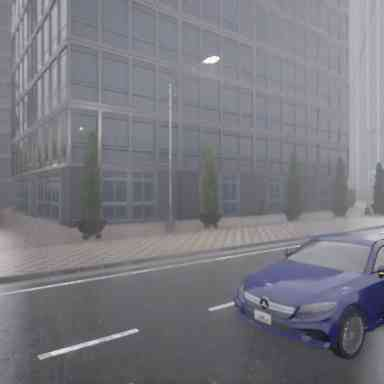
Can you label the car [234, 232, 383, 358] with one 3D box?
[{"bbox_3d":[2.866,1.513,6.110,4.674,1.442,1.812,0,0,-37],"label":"car"}]
